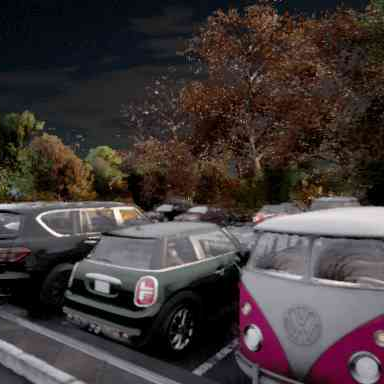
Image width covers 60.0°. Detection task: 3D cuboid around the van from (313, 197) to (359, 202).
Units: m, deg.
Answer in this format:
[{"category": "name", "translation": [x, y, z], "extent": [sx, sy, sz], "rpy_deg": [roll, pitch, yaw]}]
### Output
[{"category": "van", "translation": [7.585, 1.257, 17.240], "extent": [1.878, 1.987, 4.442], "rpy_deg": [0, 0, 35]}]

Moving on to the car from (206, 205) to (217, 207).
[{"category": "car", "translation": [0.721, 1.579, 21.991], "extent": [2.002, 1.452, 4.674], "rpy_deg": [-1, 0, 36]}]

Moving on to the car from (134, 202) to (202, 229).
[{"category": "car", "translation": [-1.547, 1.562, 23.612], "extent": [2.097, 1.535, 5.008], "rpy_deg": [-1, 0, 36]}]

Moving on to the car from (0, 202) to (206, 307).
[{"category": "car", "translation": [-2.288, 1.248, 8.105], "extent": [2.435, 2.045, 5.566], "rpy_deg": [0, 0, 35]}]

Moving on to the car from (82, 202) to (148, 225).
[{"category": "car", "translation": [-6.085, 1.621, 26.837], "extent": [2.097, 1.535, 5.008], "rpy_deg": [-1, -1, 36]}]

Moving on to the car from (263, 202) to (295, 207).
[{"category": "car", "translation": [5.235, 1.374, 18.733], "extent": [2.185, 1.767, 4.553], "rpy_deg": [0, 0, 35]}]

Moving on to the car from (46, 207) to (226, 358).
[{"category": "car", "translation": [-0.040, 1.357, 6.431], "extent": [2.185, 1.767, 4.553], "rpy_deg": [0, 0, 35]}]

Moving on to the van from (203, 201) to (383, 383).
[{"category": "van", "translation": [2.195, 1.244, 4.737], "extent": [1.878, 1.987, 4.442], "rpy_deg": [0, 0, 35]}]
